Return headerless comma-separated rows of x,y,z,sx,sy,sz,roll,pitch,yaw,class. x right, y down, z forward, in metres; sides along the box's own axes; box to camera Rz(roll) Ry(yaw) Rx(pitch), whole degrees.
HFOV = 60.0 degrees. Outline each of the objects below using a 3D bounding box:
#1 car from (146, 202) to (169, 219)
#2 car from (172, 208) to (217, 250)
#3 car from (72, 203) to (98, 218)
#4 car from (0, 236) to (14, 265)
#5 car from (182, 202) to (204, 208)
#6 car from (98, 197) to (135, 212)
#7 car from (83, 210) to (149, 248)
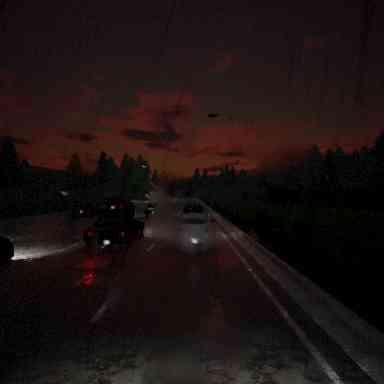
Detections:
-3.397,1.748,32.454,2.128,1.511,4.902,0,0,0,car
0.092,1.644,14.848,1.812,1.442,4.674,0,0,0,car
-10.397,1.826,33.262,1.994,1.385,4.181,0,0,0,car
-6.913,1.640,9.380,1.994,1.385,4.181,0,0,0,car
0.103,1.761,32.510,1.837,1.490,4.892,0,-1,0,car
-6.896,1.471,31.659,2.150,2.045,5.566,0,0,0,car
-3.400,1.724,15.488,1.895,1.301,4.718,0,0,0,car
